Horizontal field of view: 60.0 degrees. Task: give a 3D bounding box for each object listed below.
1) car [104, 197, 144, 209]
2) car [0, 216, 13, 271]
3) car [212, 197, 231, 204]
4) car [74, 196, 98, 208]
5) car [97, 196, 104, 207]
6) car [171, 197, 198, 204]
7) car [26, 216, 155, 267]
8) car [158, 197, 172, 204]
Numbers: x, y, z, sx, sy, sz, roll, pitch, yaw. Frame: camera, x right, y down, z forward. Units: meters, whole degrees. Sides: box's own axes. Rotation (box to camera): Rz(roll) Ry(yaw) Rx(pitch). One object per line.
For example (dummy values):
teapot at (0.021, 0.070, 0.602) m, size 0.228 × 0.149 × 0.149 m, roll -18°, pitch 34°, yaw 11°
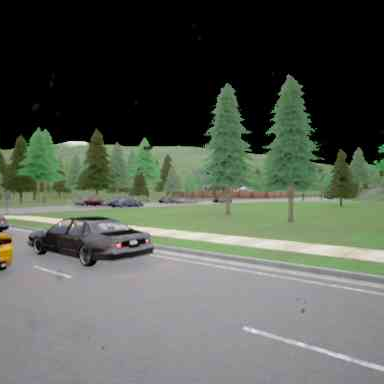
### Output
car at (-9.382, 1.612, 47.461) m, size 2.033 × 1.411 × 5.357 m, roll 0°, pitch 0°, yaw 40°
car at (-7.136, 1.497, 9.841) m, size 5.008 × 1.535 × 1.882 m, roll 0°, pitch 0°, yaw 39°
car at (5.862, 1.631, 65.682) m, size 1.994 × 1.385 × 4.181 m, roll 0°, pitch 0°, yaw 40°
car at (-15.687, 1.429, 50.821) m, size 2.097 × 1.767 × 4.553 m, roll 0°, pitch 0°, yaw 40°
car at (-11.304, 1.562, 50.618) m, size 2.128 × 1.511 × 4.902 m, roll 0°, pitch 0°, yaw 40°
car at (-1.104, 1.673, 62.823) m, size 1.895 × 1.301 × 4.718 m, roll 0°, pitch 0°, yaw 40°
car at (-3.685, 1.565, 11.540) m, size 5.357 × 1.411 × 2.033 m, roll 0°, pitch 0°, yaw 39°
car at (-4.622, 1.642, 64.059) m, size 1.994 × 1.385 × 4.181 m, roll 0°, pitch 0°, yaw 40°
